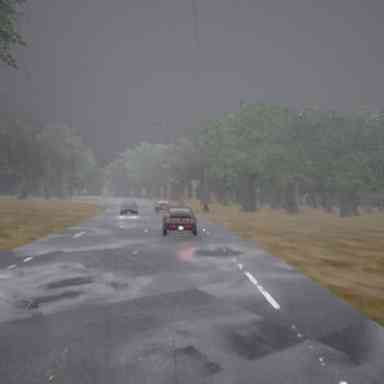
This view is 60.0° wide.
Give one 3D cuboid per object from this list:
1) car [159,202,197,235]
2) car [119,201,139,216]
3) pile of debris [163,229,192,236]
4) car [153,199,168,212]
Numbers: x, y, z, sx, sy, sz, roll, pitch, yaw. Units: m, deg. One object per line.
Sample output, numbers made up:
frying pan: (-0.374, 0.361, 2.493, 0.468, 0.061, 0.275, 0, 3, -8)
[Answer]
car: (-0.806, 1.554, 19.235, 1.837, 1.490, 4.892, 1, 0, -6)
car: (-6.441, 1.646, 34.462, 2.033, 1.411, 5.357, 0, 0, -8)
pile of debris: (-0.841, 2.222, 18.314, 1.500, 0.140, 1.860, 0, 0, -5)
car: (-3.618, 1.622, 40.322, 1.812, 1.442, 4.674, 0, 0, -10)
